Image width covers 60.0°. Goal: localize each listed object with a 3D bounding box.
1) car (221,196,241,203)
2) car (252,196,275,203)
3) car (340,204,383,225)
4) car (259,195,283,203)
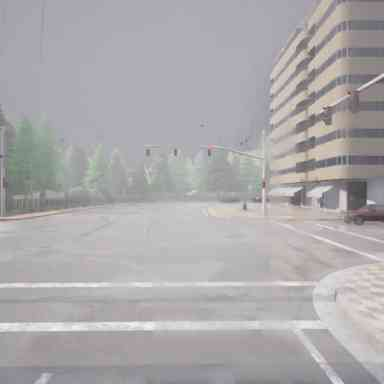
[{"bbox_3d":[7.851,1.492,66.614,4.902,1.511,2.128,0,0,-44],"label":"car"},{"bbox_3d":[14.269,1.525,67.786,4.674,1.442,1.812,0,0,-34],"label":"car"},{"bbox_3d":[13.191,1.581,24.039,4.674,1.442,1.812,0,0,-1],"label":"car"},{"bbox_3d":[17.586,1.525,73.664,4.902,1.511,2.128,0,0,-23],"label":"car"}]
